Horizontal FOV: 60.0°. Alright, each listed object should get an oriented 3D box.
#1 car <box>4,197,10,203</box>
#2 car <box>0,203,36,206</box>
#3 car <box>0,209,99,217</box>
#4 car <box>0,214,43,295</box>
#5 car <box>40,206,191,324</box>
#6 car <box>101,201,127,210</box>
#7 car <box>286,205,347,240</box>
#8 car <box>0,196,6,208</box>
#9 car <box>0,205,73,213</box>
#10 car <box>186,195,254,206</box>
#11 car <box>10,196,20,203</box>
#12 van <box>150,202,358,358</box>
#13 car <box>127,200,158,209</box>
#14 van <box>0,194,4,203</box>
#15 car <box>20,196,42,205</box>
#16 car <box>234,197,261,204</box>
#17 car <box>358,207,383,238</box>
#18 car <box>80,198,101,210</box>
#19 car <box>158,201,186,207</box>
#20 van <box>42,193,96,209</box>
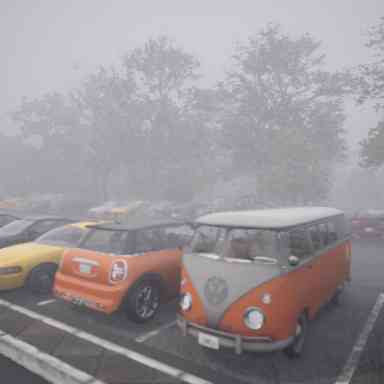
[{"bbox_3d":[-18.007,1.380,36.236,2.097,1.535,5.008,0,0,36],"label":"car"},{"bbox_3d":[-9.680,1.463,14.156,2.097,1.535,5.008,0,0,36],"label":"car"},{"bbox_3d":[-5.162,1.525,10.905,2.002,1.452,4.674,0,0,36],"label":"car"},{"bbox_3d":[-3.011,1.491,9.128,1.946,1.575,5.366,0,0,36],"label":"car"},{"bbox_3d":[-0.661,1.378,7.628,2.185,1.767,4.553,0,0,36],"label":"car"},{"bbox_3d":[-4.332,1.452,26.420,2.097,1.535,5.008,0,0,36],"label":"car"},{"bbox_3d":[6.973,1.543,18.291,2.002,1.452,4.674,0,0,36],"label":"car"},{"bbox_3d":[-27.059,1.263,42.756,2.097,1.535,5.008,1,1,36],"label":"car"},{"bbox_3d":[-7.427,1.474,12.523,2.097,1.535,5.008,0,0,36],"label":"car"},{"bbox_3d":[2.434,1.234,21.515,2.435,2.045,5.566,0,0,36],"label":"car"},{"bbox_3d":[-15.534,1.390,34.693,1.946,1.575,5.366,0,0,36],"label":"car"},{"bbox_3d":[1.498,1.287,5.970,1.878,1.987,4.442,0,0,36],"label":"van"},{"bbox_3d":[-2.070,1.464,24.795,2.231,1.521,4.892,0,0,36],"label":"car"},{"bbox_3d":[-11.875,1.227,15.870,1.878,1.987,4.442,0,0,36],"label":"van"},{"bbox_3d":[-13.397,1.154,32.894,2.435,2.045,5.566,0,0,36],"label":"car"},{"bbox_3d":[4.692,1.369,19.888,2.185,1.767,4.553,0,0,36],"label":"car"},{"bbox_3d":[9.230,1.512,16.659,2.097,1.535,5.008,0,0,36],"label":"car"},{"bbox_3d":[-6.596,1.481,28.043,2.002,1.452,4.674,0,0,36],"label":"car"},{"bbox_3d":[0.202,1.504,23.189,2.163,1.488,4.792,0,0,36],"label":"car"},{"bbox_3d":[-11.186,1.191,31.197,1.878,1.987,4.442,0,0,36],"label":"van"}]
